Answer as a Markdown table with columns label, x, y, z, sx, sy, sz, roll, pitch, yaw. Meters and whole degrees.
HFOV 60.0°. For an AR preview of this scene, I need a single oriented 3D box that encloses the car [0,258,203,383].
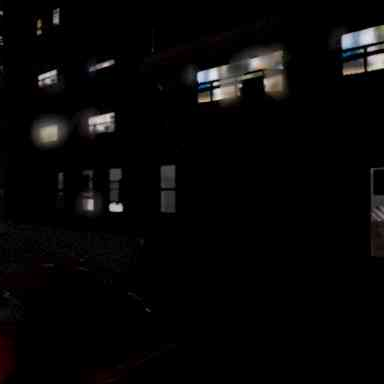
| label | x | y | z | sx | sy | sz | roll | pitch | yaw |
| --- | --- | --- | --- | --- | --- | --- | --- | --- | --- |
| car | -1.985 | 1.513 | 4.148 | 4.507 | 1.381 | 1.887 | 1 | 0 | 36 |

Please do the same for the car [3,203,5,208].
| label | x | y | z | sx | sy | sz | roll | pitch | yaw |
| --- | --- | --- | --- | --- | --- | --- | --- | --- | --- |
| car | -17.621 | 1.232 | 35.142 | 1.802 | 1.307 | 4.206 | 0 | 0 | 35 |
